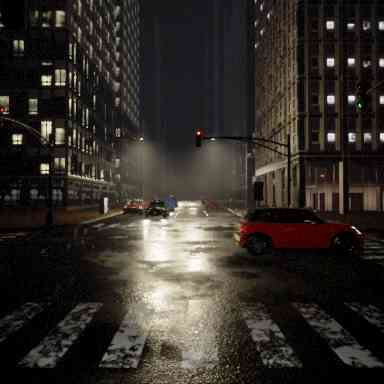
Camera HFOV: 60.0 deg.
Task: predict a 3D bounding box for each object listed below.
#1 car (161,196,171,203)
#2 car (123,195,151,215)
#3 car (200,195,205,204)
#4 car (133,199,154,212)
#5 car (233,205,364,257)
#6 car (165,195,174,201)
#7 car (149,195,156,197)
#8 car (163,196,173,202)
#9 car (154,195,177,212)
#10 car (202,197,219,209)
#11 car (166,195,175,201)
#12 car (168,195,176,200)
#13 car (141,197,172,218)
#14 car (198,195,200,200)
[{"bbox_3d":[-5.707,1.573,72.763,1.887,1.381,4.507,1,0,0],"label":"car"},{"bbox_3d":[-5.688,1.453,33.737,1.967,1.590,4.097,1,0,0],"label":"car"},{"bbox_3d":[2.681,1.547,56.279,1.752,1.417,4.829,1,0,0],"label":"car"},{"bbox_3d":[-5.694,1.597,39.312,1.802,1.307,4.206,1,0,0],"label":"car"},{"bbox_3d":[3.880,1.353,12.457,4.553,1.767,2.097,0,0,0],"label":"car"},{"bbox_3d":[-5.712,1.578,83.913,1.887,1.381,4.507,1,0,0],"label":"car"},{"bbox_3d":[-5.691,1.332,44.888,2.192,1.841,5.009,1,0,0],"label":"car"},{"bbox_3d":[-5.709,1.582,78.338,2.008,1.369,4.403,1,0,0],"label":"car"},{"bbox_3d":[-3.114,1.493,39.825,1.882,1.535,5.008,0,0,0],"label":"car"},{"bbox_3d":[2.684,1.599,44.953,1.802,1.307,4.206,1,0,0],"label":"car"},{"bbox_3d":[-5.714,1.587,89.489,2.008,1.369,4.403,1,0,0],"label":"car"},{"bbox_3d":[-5.717,1.605,95.064,1.947,1.339,4.313,1,0,0],"label":"car"},{"bbox_3d":[-3.112,1.516,30.320,1.837,1.490,4.892,0,0,0],"label":"car"},{"bbox_3d":[2.677,1.590,61.686,1.947,1.339,4.313,1,0,0],"label":"car"}]
